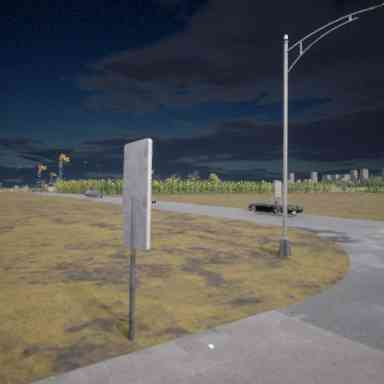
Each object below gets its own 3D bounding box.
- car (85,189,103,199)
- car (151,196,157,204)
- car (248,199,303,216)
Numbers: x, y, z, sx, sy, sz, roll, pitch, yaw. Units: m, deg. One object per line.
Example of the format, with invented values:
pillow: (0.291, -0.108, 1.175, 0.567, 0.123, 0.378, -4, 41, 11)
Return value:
car: (-16.354, 0.353, 55.194, 1.837, 1.490, 4.892, 2, 0, -35)
car: (-5.945, 0.743, 40.149, 1.994, 1.385, 4.181, 2, 0, -35)
car: (6.819, 1.257, 27.756, 1.895, 1.301, 4.718, 2, 0, -31)
